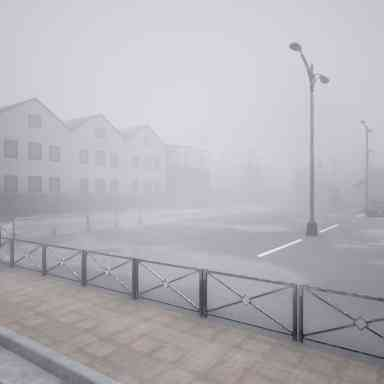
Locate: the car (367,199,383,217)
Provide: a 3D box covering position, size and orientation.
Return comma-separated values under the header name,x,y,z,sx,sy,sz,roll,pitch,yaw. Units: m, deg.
name,x,y,z,sx,sy,sz,roll,pitch,yaw
car,15.385,1.298,26.832,2.007,1.523,4.514,0,0,35
